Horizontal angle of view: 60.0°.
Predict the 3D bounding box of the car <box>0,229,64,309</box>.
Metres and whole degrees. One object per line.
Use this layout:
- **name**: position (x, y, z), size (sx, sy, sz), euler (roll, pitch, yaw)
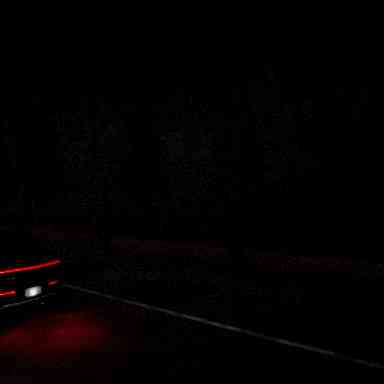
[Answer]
- **car**: position (-4.855, 1.581, 7.452), size (4.892, 1.490, 1.837), euler (-1, 0, 35)
